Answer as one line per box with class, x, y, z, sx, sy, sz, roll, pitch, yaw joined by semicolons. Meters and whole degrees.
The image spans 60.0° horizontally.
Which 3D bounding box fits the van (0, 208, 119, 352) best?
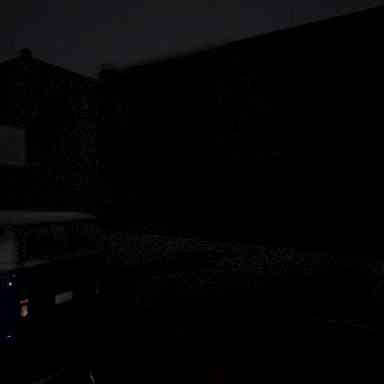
van;-3.634;1.291;6.127;4.442;1.987;1.878;0;0;36
